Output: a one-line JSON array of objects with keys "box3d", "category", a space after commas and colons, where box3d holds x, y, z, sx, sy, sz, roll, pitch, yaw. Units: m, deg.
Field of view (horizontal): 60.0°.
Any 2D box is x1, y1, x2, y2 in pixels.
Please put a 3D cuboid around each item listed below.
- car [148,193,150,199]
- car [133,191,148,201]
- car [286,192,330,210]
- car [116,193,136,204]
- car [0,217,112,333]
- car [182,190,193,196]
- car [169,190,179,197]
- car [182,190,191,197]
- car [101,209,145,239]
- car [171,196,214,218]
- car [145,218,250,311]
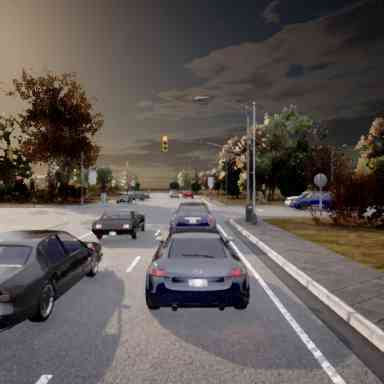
[{"box3d": [-11.155, 0.871, 79.295, 1.882, 1.535, 5.008, 0, 1, -2], "category": "car"}, {"box3d": [-10.842, 0.761, 66.745, 2.150, 2.045, 5.566, 0, 0, 0], "category": "car"}, {"box3d": [13.988, 0.988, 37.509, 5.566, 2.045, 2.150, 0, 0, -3], "category": "car"}, {"box3d": [-10.823, 1.216, 53.414, 1.994, 1.385, 4.181, 0, 0, 0], "category": "car"}, {"box3d": [-3.423, 1.527, 7.106, 2.033, 1.411, 5.357, 0, 0, -1], "category": "car"}, {"box3d": [-0.845, 0.554, 83.517, 2.150, 2.045, 5.566, 0, 1, -4], "category": "car"}, {"box3d": [-4.394, 0.875, 84.192, 1.994, 1.385, 4.181, 0, 1, -4], "category": "car"}, {"box3d": [-1.671, 0.380, 94.164, 2.097, 1.767, 4.553, 0, 1, -7], "category": "car"}, {"box3d": [-3.492, 1.515, 16.750, 1.895, 1.301, 4.718, 0, 0, -1], "category": "car"}, {"box3d": [0.029, 1.269, 16.431, 2.097, 1.767, 4.553, 0, 0, 0], "category": "car"}, {"box3d": [0.074, 1.540, 7.797, 1.994, 1.385, 4.181, 0, 0, -1], "category": "car"}]
